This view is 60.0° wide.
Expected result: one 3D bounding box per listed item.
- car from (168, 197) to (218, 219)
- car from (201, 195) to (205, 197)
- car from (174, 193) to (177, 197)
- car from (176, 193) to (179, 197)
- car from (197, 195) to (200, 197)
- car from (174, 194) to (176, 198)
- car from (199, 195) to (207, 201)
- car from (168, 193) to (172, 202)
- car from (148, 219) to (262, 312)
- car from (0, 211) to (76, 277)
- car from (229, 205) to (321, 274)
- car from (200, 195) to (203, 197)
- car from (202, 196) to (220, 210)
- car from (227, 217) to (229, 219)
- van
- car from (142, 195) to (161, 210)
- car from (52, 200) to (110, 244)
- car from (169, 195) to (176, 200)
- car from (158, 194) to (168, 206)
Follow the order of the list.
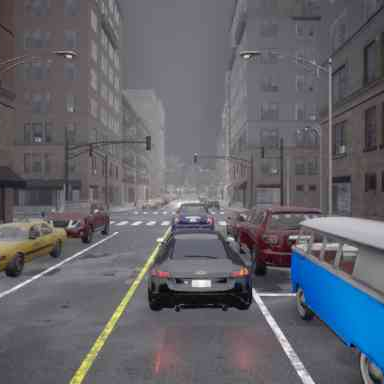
[{"bbox_3d":[0.057,1.351,17.855,2.097,1.767,4.553,0,0,0],"label":"car"},{"bbox_3d":[2.659,1.541,48.576,1.887,1.381,4.507,0,0,0],"label":"car"},{"bbox_3d":[-5.367,1.563,81.472,1.947,1.339,4.313,0,0,0],"label":"car"},{"bbox_3d":[-5.362,1.312,86.954,2.192,1.841,5.009,0,0,0],"label":"car"},{"bbox_3d":[2.668,1.547,70.504,2.008,1.369,4.403,0,0,0],"label":"car"},{"bbox_3d":[-5.371,1.548,75.990,2.008,1.369,4.403,0,0,0],"label":"car"},{"bbox_3d":[2.673,1.437,81.468,1.967,1.590,4.097,0,0,0],"label":"car"},{"bbox_3d":[-5.384,1.311,59.544,2.192,1.841,5.009,0,0,0],"label":"car"},{"bbox_3d":[0.101,1.564,7.799,1.994,1.385,4.181,0,0,-2],"label":"car"},{"bbox_3d":[-5.395,1.525,10.242,1.752,1.417,4.829,0,0,0],"label":"car"},{"bbox_3d":[2.643,1.314,10.407,2.192,1.841,5.009,0,0,0],"label":"car"},{"bbox_3d":[2.661,1.547,54.058,2.008,1.369,4.403,0,0,0],"label":"car"},{"bbox_3d":[2.656,1.547,43.095,2.008,1.369,4.403,0,0,0],"label":"car"},{"bbox_3d":[2.645,1.581,16.086,1.802,1.307,4.206,0,0,0],"label":"car"},{"bbox_3d":[2.640,1.341,4.729,1.690,1.788,3.998,0,0,0],"label":"van"},{"bbox_3d":[-5.397,1.521,42.928,1.752,1.417,4.829,0,0,0],"label":"car"},{"bbox_3d":[-5.393,1.314,16.091,2.192,1.841,5.009,0,0,0],"label":"car"},{"bbox_3d":[-5.359,1.523,92.266,1.752,1.417,4.829,0,0,0],"label":"car"},{"bbox_3d":[-5.389,1.522,53.892,1.752,1.417,4.829,0,0,0],"label":"car"}]
